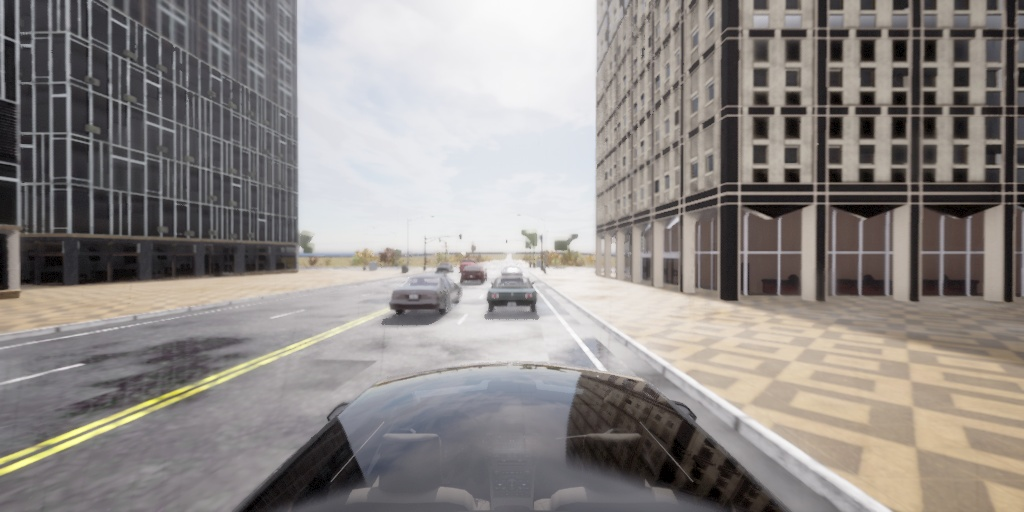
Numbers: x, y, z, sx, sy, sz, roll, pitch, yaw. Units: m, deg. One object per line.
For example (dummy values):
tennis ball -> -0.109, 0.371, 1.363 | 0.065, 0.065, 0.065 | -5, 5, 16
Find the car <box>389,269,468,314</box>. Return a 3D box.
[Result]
car -> -3.241, 1.418, 14.376 | 2.033, 1.411, 5.357 | 0, -1, 0

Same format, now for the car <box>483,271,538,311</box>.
car -> 0.018, 1.478, 15.086 | 1.895, 1.301, 4.718 | 0, -1, 0

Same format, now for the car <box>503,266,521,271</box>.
car -> 0.007, 1.555, 29.370 | 2.033, 1.411, 5.357 | 0, 0, 1

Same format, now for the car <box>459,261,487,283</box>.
car -> -3.221, 1.500, 31.080 | 1.882, 1.535, 5.008 | 0, 0, 1

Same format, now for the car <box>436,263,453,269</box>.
car -> -9.771, 1.711, 52.410 | 1.837, 1.490, 4.892 | 0, -1, 0

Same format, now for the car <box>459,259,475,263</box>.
car -> -6.511, 1.438, 53.350 | 2.150, 2.045, 5.566 | 0, -1, 0
